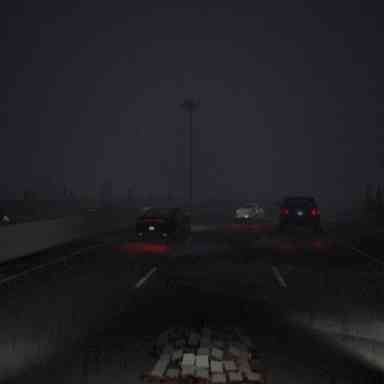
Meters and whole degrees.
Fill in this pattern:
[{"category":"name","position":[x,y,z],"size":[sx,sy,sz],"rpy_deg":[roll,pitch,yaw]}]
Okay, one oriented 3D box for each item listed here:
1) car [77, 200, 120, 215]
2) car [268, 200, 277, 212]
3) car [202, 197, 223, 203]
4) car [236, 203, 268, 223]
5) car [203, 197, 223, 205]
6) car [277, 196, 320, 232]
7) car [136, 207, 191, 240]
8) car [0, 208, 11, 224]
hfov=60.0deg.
[{"category":"car","position":[-8.662,1.554,31.197],"size":[1.882,1.535,5.008],"rpy_deg":[0,0,19]},{"category":"car","position":[10.653,1.673,40.471],"size":[2.033,1.411,5.357],"rpy_deg":[0,0,28]},{"category":"car","position":[3.008,1.666,48.884],"size":[2.128,1.511,4.902],"rpy_deg":[0,-1,29]},{"category":"car","position":[4.658,1.588,26.350],"size":[1.812,1.442,4.674],"rpy_deg":[0,-1,18]},{"category":"car","position":[4.158,1.760,65.606],"size":[1.882,1.535,5.008],"rpy_deg":[0,-1,28]},{"category":"car","position":[6.531,1.264,20.535],"size":[2.150,2.045,5.566],"rpy_deg":[0,0,15]},{"category":"car","position":[-1.329,1.507,17.477],"size":[1.882,1.535,5.008],"rpy_deg":[0,0,12]},{"category":"car","position":[-14.620,1.602,22.889],"size":[1.994,1.385,4.181],"rpy_deg":[0,0,14]}]
